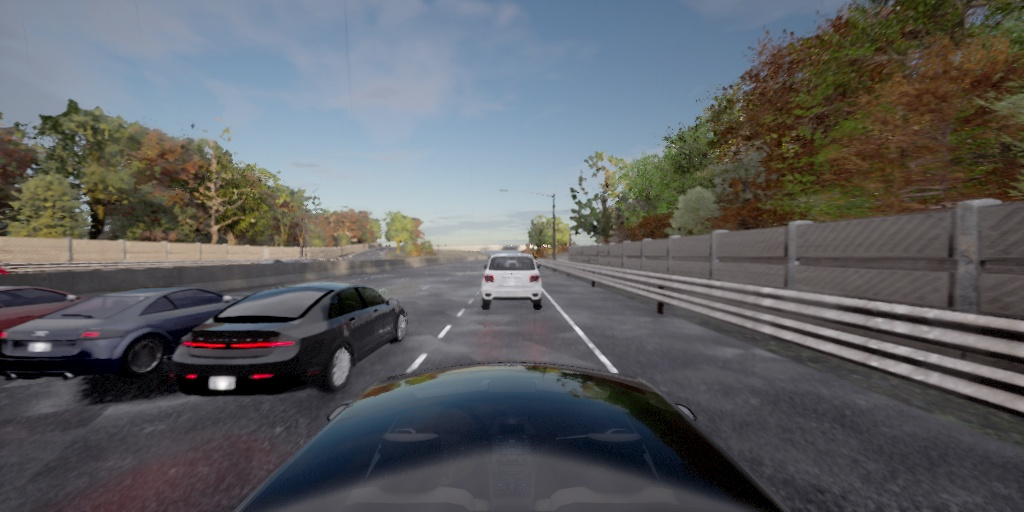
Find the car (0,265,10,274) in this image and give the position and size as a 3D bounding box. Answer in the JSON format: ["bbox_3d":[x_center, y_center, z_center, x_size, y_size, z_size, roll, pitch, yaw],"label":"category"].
[{"bbox_3d":[-21.096,0.928,11.928,2.150,2.045,5.566,0,0,0],"label":"car"}]

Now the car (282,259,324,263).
[{"bbox_3d":[-21.019,1.111,37.260,2.128,1.511,4.902,0,1,1],"label":"car"}]

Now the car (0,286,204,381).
[{"bbox_3d":[-6.897,1.289,7.243,1.994,1.385,4.181,0,0,0],"label":"car"}]

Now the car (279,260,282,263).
[{"bbox_3d":[-24.506,1.214,42.020,1.895,1.301,4.718,0,0,0],"label":"car"}]

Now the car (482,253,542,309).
[{"bbox_3d":[0.000,0.917,14.731,2.150,2.045,5.566,0,0,0],"label":"car"}]

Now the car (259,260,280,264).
[{"bbox_3d":[-28.023,1.143,41.652,1.812,1.442,4.674,0,1,0],"label":"car"}]

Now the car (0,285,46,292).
[{"bbox_3d":[-10.397,1.289,7.404,1.994,1.385,4.181,0,0,0],"label":"car"}]

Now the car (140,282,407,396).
[{"bbox_3d":[-3.400,1.233,6.634,1.837,1.490,4.892,0,0,0],"label":"car"}]
